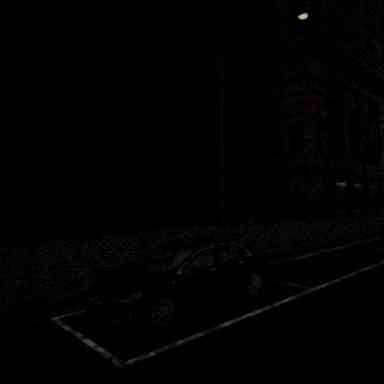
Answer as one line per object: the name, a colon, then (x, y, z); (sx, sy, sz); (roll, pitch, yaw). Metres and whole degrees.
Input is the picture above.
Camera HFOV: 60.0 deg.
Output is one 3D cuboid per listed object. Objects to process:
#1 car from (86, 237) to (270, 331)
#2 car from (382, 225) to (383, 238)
car: (-0.057, 1.713, 7.200); (4.403, 1.369, 2.008); (0, -1, -43)
car: (11.992, 1.814, 18.293); (4.507, 1.381, 1.887); (1, -1, -43)
